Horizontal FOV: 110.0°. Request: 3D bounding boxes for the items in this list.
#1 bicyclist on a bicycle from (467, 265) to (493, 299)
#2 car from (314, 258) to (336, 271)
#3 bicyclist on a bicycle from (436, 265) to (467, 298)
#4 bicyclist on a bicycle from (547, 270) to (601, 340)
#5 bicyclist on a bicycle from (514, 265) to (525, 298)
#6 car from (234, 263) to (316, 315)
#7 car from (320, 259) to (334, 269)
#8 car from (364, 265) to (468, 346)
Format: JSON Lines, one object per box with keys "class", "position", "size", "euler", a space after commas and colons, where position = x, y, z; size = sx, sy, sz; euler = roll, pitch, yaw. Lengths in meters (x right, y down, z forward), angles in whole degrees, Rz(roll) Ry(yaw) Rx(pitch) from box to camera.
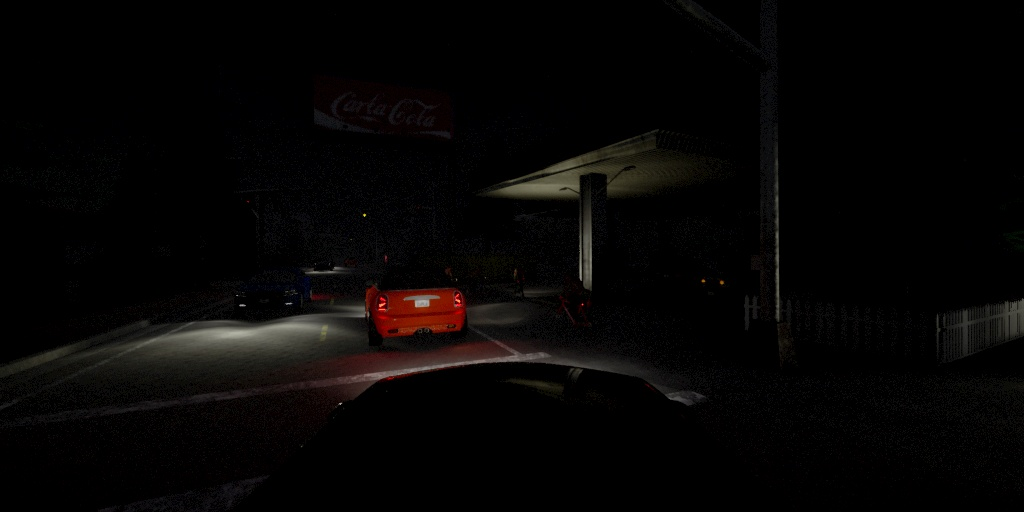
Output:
{"class": "bicyclist on a bicycle", "position": [-1.741, 1.282, 17.884], "size": [1.656, 1.620, 0.582], "euler": [1, 0, -23]}
{"class": "car", "position": [-24.451, 1.042, 46.596], "size": [2.097, 1.767, 4.553], "euler": [0, 0, -25]}
{"class": "bicyclist on a bicycle", "position": [-3.014, 1.252, 16.470], "size": [1.656, 1.620, 0.582], "euler": [1, 0, 36]}
{"class": "bicyclist on a bicycle", "position": [1.504, 1.184, 8.866], "size": [0.582, 1.620, 1.656], "euler": [3, -2, -44]}
{"class": "bicyclist on a bicycle", "position": [0.364, 1.283, 18.051], "size": [0.582, 1.620, 1.656], "euler": [0, 0, 15]}
{"class": "car", "position": [-8.797, 1.171, 13.542], "size": [1.882, 1.535, 5.008], "euler": [1, -1, -24]}
{"class": "car", "position": [-28.589, 1.198, 55.559], "size": [1.837, 1.490, 4.892], "euler": [0, 0, -25]}
{"class": "car", "position": [-2.722, 1.012, 9.456], "size": [2.097, 1.767, 4.553], "euler": [0, 0, -23]}
